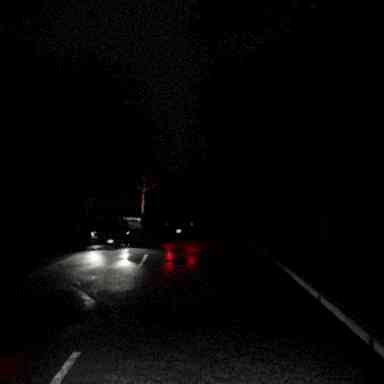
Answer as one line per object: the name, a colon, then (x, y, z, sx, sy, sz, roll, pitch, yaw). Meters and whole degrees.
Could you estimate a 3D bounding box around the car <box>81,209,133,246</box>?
car: (-4.097, 1.494, 15.408, 2.033, 1.411, 5.357, 0, 1, -21)

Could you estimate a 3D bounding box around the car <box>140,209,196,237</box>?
car: (-1.460, 1.567, 18.118, 1.895, 1.301, 4.718, 1, 0, -22)
